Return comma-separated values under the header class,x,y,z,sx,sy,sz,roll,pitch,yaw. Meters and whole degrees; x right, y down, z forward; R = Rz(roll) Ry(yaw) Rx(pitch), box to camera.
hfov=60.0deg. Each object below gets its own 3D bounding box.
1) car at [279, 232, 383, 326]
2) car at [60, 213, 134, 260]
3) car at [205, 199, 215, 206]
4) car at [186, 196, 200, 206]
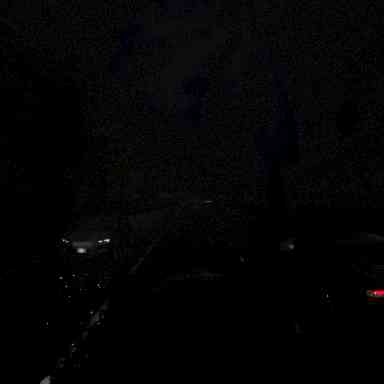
class,x,y,z,sx,sy,sz,roll,pitch,yaw
car,3.497,1.612,7.512,2.033,1.411,5.357,0,0,0
car,-3.510,1.609,13.008,2.128,1.511,4.902,0,0,0
car,3.488,2.070,66.605,2.128,1.511,4.902,0,-1,0
car,-0.043,1.970,70.442,2.097,1.767,4.553,0,-1,2
